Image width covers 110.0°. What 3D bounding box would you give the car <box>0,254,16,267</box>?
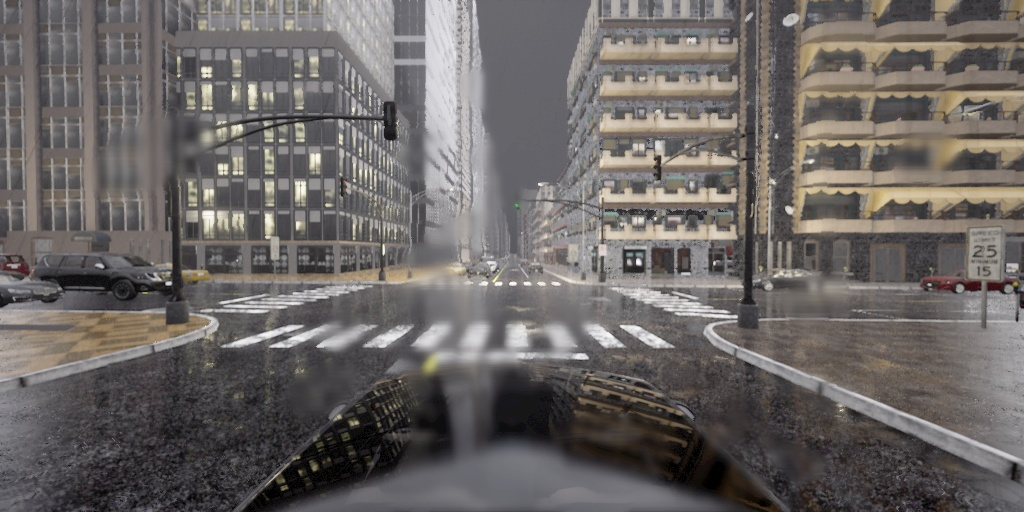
[{"bbox_3d":[-33.585,0.764,22.517,5.009,1.841,2.192,0,0,1],"label":"car"}]

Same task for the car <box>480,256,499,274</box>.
[{"bbox_3d":[-3.039,1.067,44.326,2.150,2.045,5.566,0,0,0],"label":"car"}]

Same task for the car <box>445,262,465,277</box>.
[{"bbox_3d":[-5.644,1.353,36.422,1.751,1.417,4.829,0,0,0],"label":"car"}]

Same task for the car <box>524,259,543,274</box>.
[{"bbox_3d":[2.744,1.391,42.235,2.007,1.370,4.403,0,0,0],"label":"car"}]

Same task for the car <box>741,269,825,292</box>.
[{"bbox_3d":[16.336,1.426,21.746,4.403,1.370,2.007,0,0,1],"label":"car"}]

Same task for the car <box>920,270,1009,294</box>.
[{"bbox_3d":[27.401,1.512,21.576,4.507,1.381,1.888,0,0,1],"label":"car"}]

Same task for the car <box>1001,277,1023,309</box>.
[{"bbox_3d":[21.732,1.605,13.282,4.313,1.339,1.948,0,0,1],"label":"car"}]

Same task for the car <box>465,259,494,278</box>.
[{"bbox_3d":[-3.051,1.328,34.626,1.837,1.490,4.892,0,0,0],"label":"car"}]

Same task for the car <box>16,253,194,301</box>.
[{"bbox_3d":[-18.462,0.885,16.480,5.566,2.045,2.150,1,1,1],"label":"car"}]

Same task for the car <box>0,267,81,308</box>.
[{"bbox_3d":[-20.270,1.235,13.960,4.403,1.370,2.007,0,0,1],"label":"car"}]

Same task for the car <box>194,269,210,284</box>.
[{"bbox_3d":[-21.639,1.081,22.296,4.829,1.417,1.751,0,0,1],"label":"car"}]
